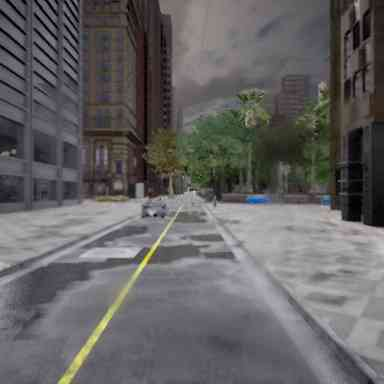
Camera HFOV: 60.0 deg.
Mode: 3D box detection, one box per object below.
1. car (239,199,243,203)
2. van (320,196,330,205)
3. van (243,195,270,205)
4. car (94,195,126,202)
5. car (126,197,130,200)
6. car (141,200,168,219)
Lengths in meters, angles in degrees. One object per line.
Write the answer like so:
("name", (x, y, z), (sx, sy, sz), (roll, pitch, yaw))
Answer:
("car", (11.893, 1.739, 68.456), (4.206, 1.307, 1.802), (1, -1, 0))
("van", (28.467, 1.775, 68.399), (3.998, 1.788, 1.690), (1, -1, 0))
("van", (11.877, 1.462, 59.936), (3.998, 1.788, 1.690), (1, -1, 0))
("car", (-15.043, 1.198, 60.031), (4.829, 1.417, 1.752), (1, -1, 0))
("car", (-15.362, 1.228, 68.557), (4.829, 1.417, 1.752), (1, -1, 0))
("car", (-3.099, 1.434, 27.993), (2.128, 1.511, 4.902), (0, 0, 0))
